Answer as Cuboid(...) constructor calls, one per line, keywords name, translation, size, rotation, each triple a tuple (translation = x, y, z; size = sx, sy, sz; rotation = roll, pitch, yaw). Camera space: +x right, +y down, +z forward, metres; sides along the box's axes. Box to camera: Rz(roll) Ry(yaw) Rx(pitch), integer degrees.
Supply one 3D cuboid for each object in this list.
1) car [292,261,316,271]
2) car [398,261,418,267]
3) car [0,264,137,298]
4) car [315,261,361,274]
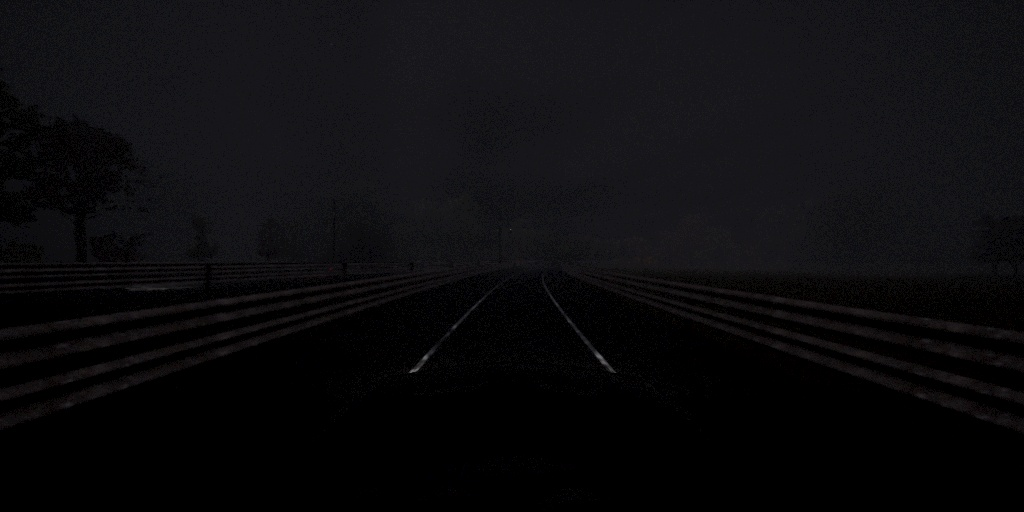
Cuboid(name="car", translation=(-22.186, 1.277, 40.285), size=(2.128, 1.511, 4.902), rotation=(0, -1, 15))
Cuboid(name="car", translation=(-16.938, 1.494, 59.538), size=(2.128, 1.511, 4.902), rotation=(0, -1, 16))
Cuboid(name="car", translation=(-20.830, 1.066, 16.522), size=(2.033, 1.411, 5.357), rotation=(0, -1, 14))
Cuboid(name="car", translation=(-18.828, 1.377, 39.558), size=(1.895, 1.301, 4.718), rotation=(0, -1, 15))
